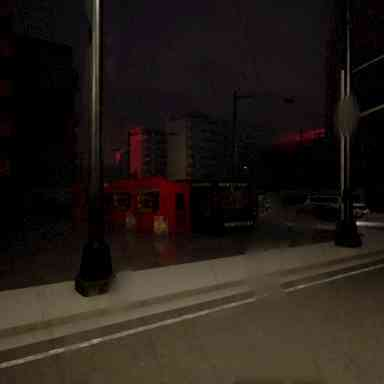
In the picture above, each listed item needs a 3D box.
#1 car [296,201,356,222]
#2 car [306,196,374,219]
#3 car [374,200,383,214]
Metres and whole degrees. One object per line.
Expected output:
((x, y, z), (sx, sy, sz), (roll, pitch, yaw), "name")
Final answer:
((10.585, 1.667, 27.047), (1.994, 1.385, 4.181), (0, -1, -36), "car")
((12.804, 1.339, 29.957), (2.150, 2.045, 5.566), (0, -1, -36), "car")
((20.652, 1.662, 37.141), (1.812, 1.442, 4.674), (0, -1, -35), "car")
